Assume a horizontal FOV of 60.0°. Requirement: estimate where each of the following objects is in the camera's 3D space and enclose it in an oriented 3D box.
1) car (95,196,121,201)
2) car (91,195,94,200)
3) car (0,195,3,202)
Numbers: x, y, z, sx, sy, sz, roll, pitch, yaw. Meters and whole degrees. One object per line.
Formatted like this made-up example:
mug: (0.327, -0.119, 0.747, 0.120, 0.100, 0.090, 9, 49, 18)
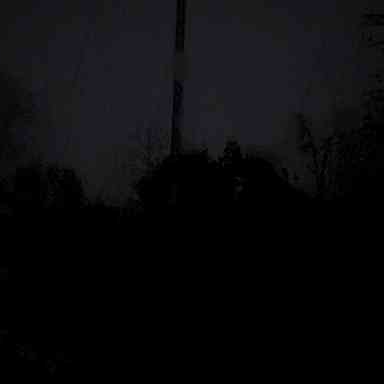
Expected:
car: (-13.530, 1.420, 55.154, 1.994, 1.385, 4.181, 3, -2, 19)
car: (-16.909, 1.260, 56.083, 1.994, 1.385, 4.181, 3, -2, 19)
car: (-21.117, 0.522, 32.793, 2.033, 1.411, 5.357, 3, -1, 19)
